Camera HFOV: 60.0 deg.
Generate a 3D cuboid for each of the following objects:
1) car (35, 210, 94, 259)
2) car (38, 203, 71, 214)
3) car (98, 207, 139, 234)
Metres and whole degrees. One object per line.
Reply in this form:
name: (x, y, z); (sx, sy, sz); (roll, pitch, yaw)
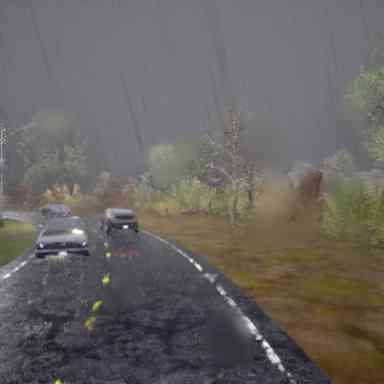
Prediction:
car: (-5.096, 1.694, 13.685); (2.033, 1.411, 5.357); (0, 0, -17)
car: (-15.244, 1.937, 36.827); (2.033, 1.411, 5.357); (0, -1, -44)
car: (-4.659, 1.704, 20.775); (1.837, 1.490, 4.892); (0, -1, -23)
